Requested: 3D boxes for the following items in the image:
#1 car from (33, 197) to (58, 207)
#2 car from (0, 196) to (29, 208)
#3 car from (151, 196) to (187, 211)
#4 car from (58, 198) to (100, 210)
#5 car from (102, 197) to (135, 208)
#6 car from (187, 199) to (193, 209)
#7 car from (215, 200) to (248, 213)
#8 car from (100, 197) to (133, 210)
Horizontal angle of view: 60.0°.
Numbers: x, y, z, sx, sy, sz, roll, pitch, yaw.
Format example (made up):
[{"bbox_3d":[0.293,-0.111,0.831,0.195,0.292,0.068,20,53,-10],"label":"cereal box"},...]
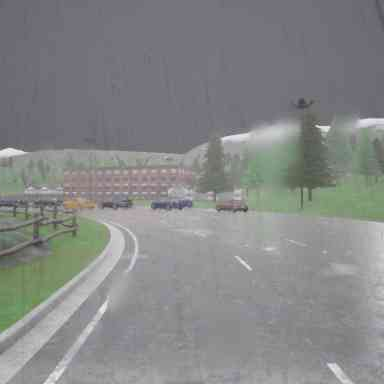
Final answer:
[{"bbox_3d":[-21.649,1.526,49.966,4.674,1.442,1.812,0,0,23],"label":"car"},{"bbox_3d":[-25.881,1.352,47.916,4.553,1.767,2.097,0,0,20],"label":"car"},{"bbox_3d":[-3.206,1.352,41.610,2.097,1.767,4.553,0,0,-42],"label":"car"},{"bbox_3d":[-14.312,1.478,41.909,5.008,1.535,1.882,0,0,36],"label":"car"},{"bbox_3d":[-10.642,1.505,48.017,4.892,1.490,1.837,0,0,37],"label":"car"},{"bbox_3d":[-2.046,1.478,45.430,1.882,1.535,5.008,0,0,-43],"label":"car"},{"bbox_3d":[4.455,1.564,37.753,1.994,1.385,4.181,0,0,-33],"label":"car"},{"bbox_3d":[-10.222,1.491,43.115,4.902,1.511,2.128,0,0,39],"label":"car"}]
